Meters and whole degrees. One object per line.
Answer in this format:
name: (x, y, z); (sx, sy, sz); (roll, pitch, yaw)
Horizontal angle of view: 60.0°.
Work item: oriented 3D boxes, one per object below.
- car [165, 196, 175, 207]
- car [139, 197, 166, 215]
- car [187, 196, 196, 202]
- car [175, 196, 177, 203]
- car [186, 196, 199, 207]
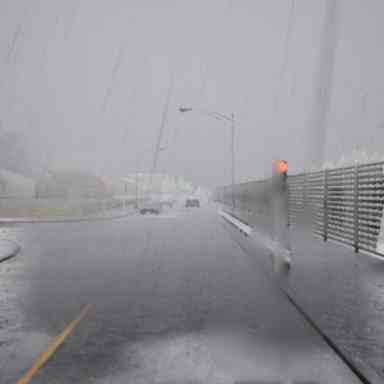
car: (-4.099, 1.537, 51.252); (1.812, 1.442, 4.674); (0, 0, 0)
car: (-4.108, 1.555, 33.945); (2.033, 1.411, 5.357); (0, 0, 0)
car: (-0.024, 1.557, 77.609); (2.033, 1.411, 5.357); (0, 0, 0)
car: (-4.037, 1.507, 66.878); (2.128, 1.511, 4.902); (0, 0, 0)
car: (0.088, 1.489, 50.644); (1.882, 1.535, 5.008); (0, 0, 0)
